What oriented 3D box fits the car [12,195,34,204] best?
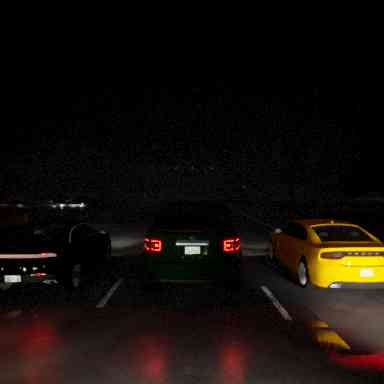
[{"bbox_3d":[-28.954,1.246,57.144,1.882,1.535,5.008,0,0,-1],"label":"car"}]

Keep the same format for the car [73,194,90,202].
[{"bbox_3d":[-22.062,1.195,66.797,1.882,1.535,5.008,0,0,-1],"label":"car"}]

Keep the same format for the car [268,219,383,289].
[{"bbox_3d":[3.477,1.469,9.143,1.882,1.535,5.008,0,0,0],"label":"car"}]

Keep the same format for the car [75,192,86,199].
[{"bbox_3d":[-29.973,0.950,89.367,2.097,1.767,4.553,0,0,-7],"label":"car"}]

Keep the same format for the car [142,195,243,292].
[{"bbox_3d":[-0.011,1.213,9.089,2.150,2.045,5.566,0,0,0],"label":"car"}]

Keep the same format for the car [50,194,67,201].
[{"bbox_3d":[-29.163,1.185,72.643,1.837,1.490,4.892,0,0,-1],"label":"car"}]

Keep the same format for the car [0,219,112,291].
[{"bbox_3d":[-3.519,1.483,8.945,2.128,1.511,4.902,0,0,0],"label":"car"}]

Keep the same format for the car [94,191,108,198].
[{"bbox_3d":[-18.559,1.077,65.413,2.097,1.767,4.553,0,0,-1],"label":"car"}]

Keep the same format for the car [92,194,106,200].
[{"bbox_3d":[-22.281,1.173,79.650,2.128,1.511,4.902,0,0,-1],"label":"car"}]

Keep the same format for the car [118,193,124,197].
[{"bbox_3d":[-19.478,0.946,90.222,2.097,1.767,4.553,0,0,-7],"label":"car"}]

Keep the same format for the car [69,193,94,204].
[{"bbox_3d":[-18.453,1.342,55.557,1.994,1.385,4.181,0,0,-1],"label":"car"}]

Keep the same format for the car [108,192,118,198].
[{"bbox_3d":[-18.696,1.215,74.661,2.033,1.411,5.357,0,0,-1],"label":"car"}]

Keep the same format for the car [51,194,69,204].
[{"bbox_3d":[-21.956,1.337,56.493,1.994,1.385,4.181,0,0,-1],"label":"car"}]
